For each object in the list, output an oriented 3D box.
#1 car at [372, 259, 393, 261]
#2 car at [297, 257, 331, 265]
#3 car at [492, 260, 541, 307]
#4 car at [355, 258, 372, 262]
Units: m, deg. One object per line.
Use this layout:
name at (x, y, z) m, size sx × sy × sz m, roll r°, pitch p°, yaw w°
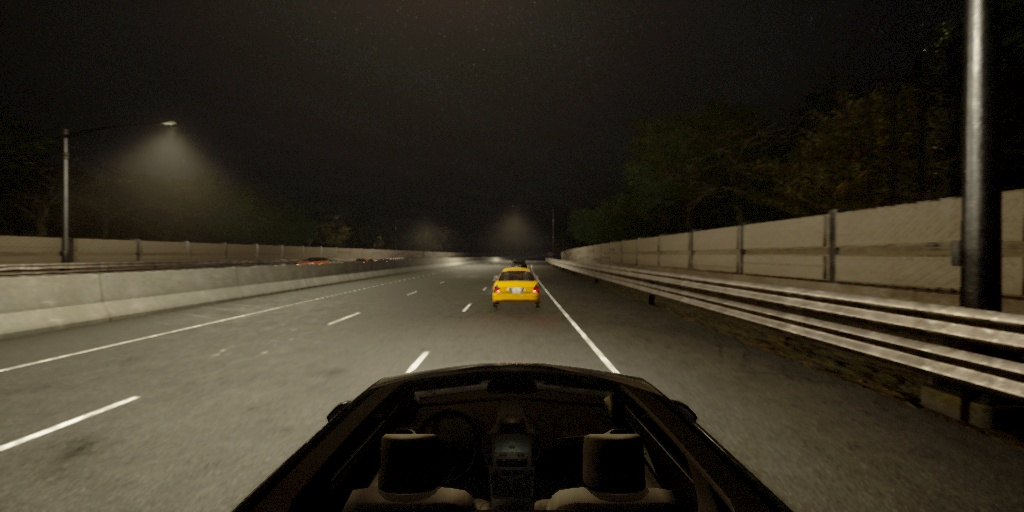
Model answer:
car at (-16.635, 1.119, 48.146) m, size 1.994 × 1.385 × 4.181 m, roll 0°, pitch 0°, yaw 3°
car at (-23.823, 0.905, 43.345) m, size 2.097 × 1.767 × 4.553 m, roll 0°, pitch 0°, yaw 2°
car at (0.187, 1.142, 14.932) m, size 1.801 × 1.575 × 5.366 m, roll 0°, pitch 0°, yaw 1°
car at (-20.105, 1.024, 48.887) m, size 1.882 × 1.535 × 5.008 m, roll 0°, pitch 0°, yaw 3°
